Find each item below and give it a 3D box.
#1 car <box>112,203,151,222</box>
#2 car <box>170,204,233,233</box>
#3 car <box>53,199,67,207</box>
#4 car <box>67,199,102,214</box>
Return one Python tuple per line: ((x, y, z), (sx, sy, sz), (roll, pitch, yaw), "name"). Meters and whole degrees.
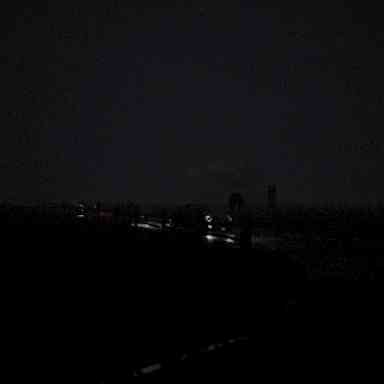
((-5.361, 1.743, 29.048), (2.128, 1.511, 4.902), (2, -1, -36), "car")
((0.510, 1.549, 20.865), (2.097, 1.767, 4.553), (2, -1, -36), "car")
((-23.271, 1.999, 59.021), (2.128, 1.511, 4.902), (2, -1, -36), "car")
((-12.815, 1.676, 39.444), (2.097, 1.767, 4.553), (2, -2, -36), "car")
